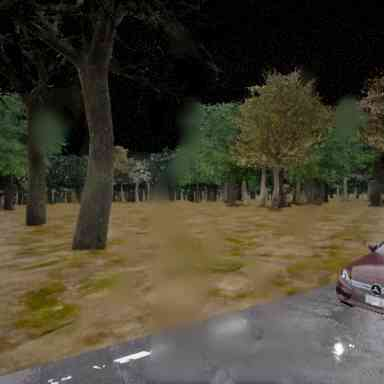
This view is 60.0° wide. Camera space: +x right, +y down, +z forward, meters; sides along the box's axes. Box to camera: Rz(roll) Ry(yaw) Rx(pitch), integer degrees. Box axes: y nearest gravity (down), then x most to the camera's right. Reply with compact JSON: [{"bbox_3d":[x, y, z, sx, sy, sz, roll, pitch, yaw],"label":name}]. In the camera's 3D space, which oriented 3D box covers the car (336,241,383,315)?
[{"bbox_3d":[4.876,1.522,6.806,4.674,1.442,1.812,0,0,-36],"label":"car"}]
